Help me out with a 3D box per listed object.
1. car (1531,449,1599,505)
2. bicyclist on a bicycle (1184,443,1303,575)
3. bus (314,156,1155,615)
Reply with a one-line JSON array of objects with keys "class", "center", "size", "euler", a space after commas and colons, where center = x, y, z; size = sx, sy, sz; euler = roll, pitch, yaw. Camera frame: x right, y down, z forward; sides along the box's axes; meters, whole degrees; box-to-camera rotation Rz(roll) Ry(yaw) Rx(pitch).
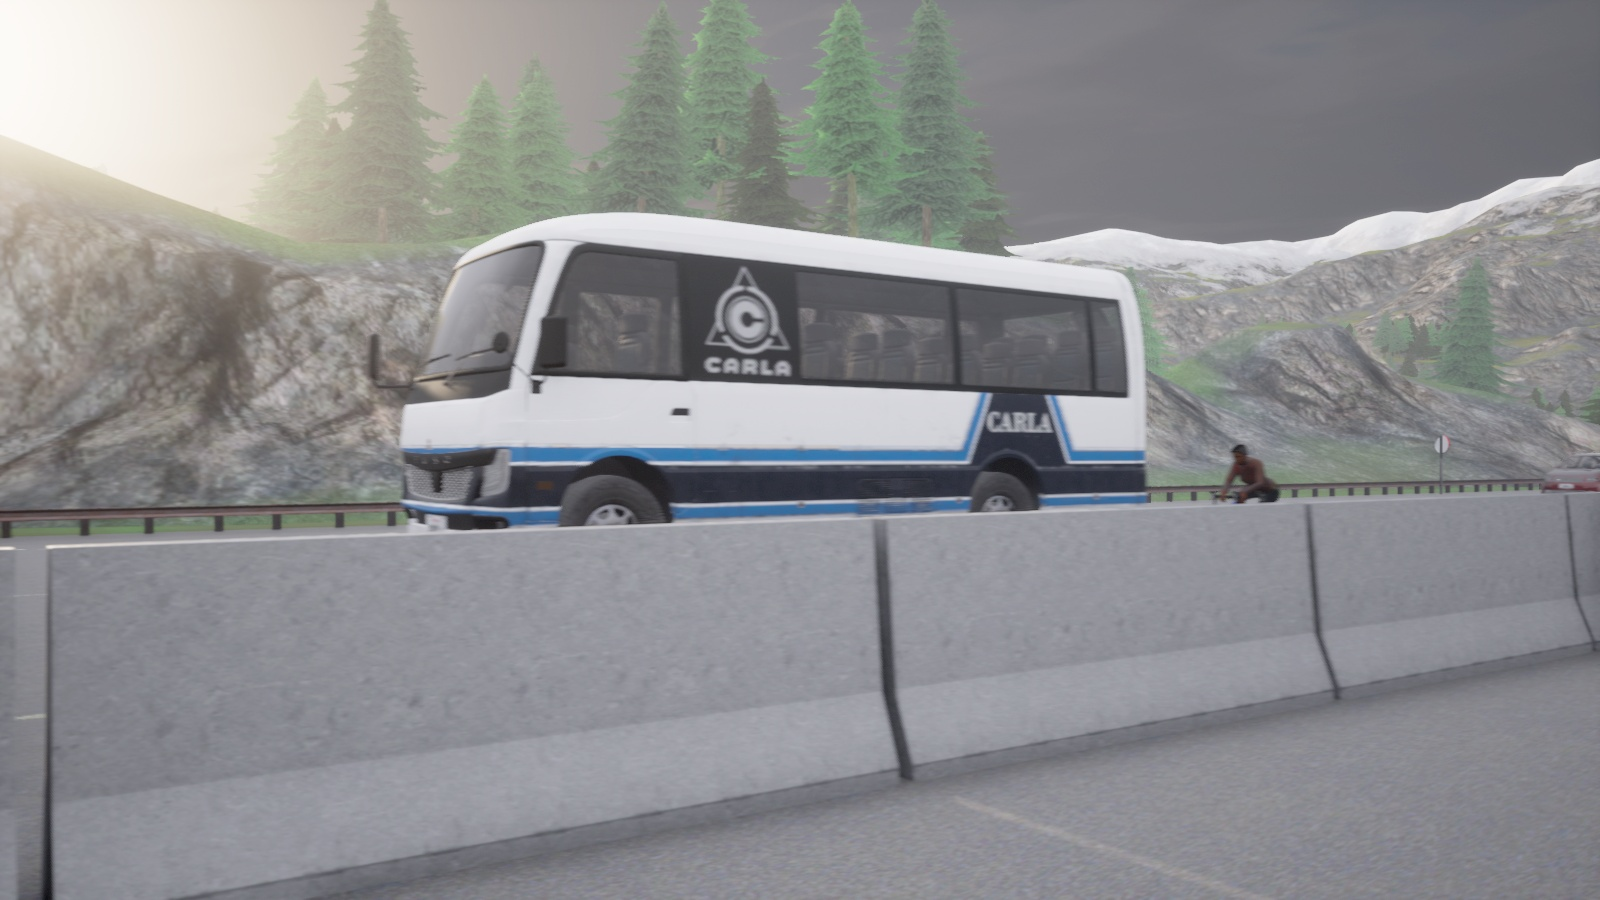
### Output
[{"class": "car", "center": [23.389, 0.767, 36.999], "size": [3.705, 1.549, 1.789], "euler": [0, 0, -35]}, {"class": "bicyclist on a bicycle", "center": [5.720, 0.725, 16.169], "size": [1.656, 1.620, 0.582], "euler": [0, 0, -35]}, {"class": "bus", "center": [-0.408, -0.591, 16.173], "size": [10.273, 4.253, 3.944], "euler": [0, 0, -35]}]
